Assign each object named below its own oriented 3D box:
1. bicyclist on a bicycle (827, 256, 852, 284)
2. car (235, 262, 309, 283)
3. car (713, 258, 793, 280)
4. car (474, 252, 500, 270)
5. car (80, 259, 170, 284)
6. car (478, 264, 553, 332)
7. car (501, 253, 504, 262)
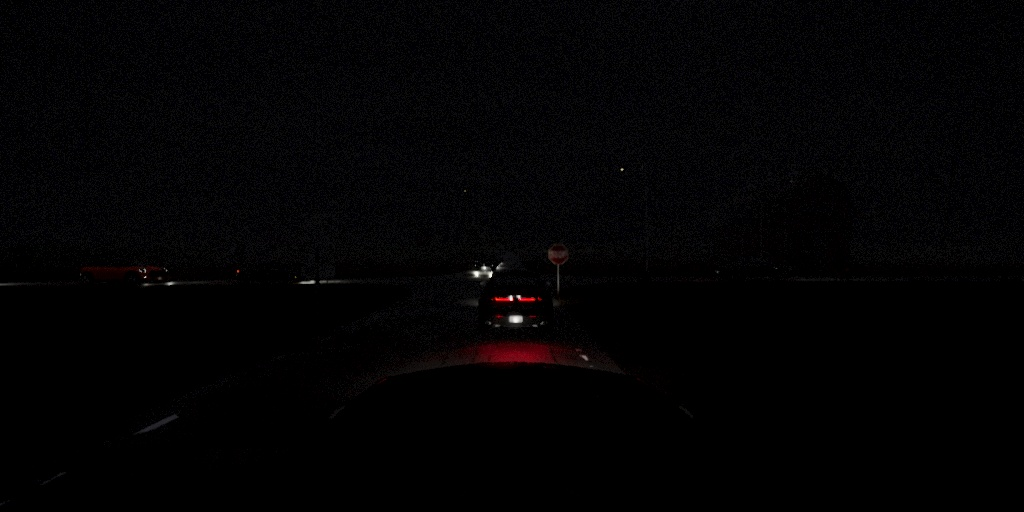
[{"bbox_3d":[19.927,0.852,21.814,0.582,1.620,1.656,0,1,0],"label":"bicyclist on a bicycle"},{"bbox_3d":[-16.399,1.108,24.609,4.181,1.385,1.994,0,0,-1],"label":"car"},{"bbox_3d":[16.680,0.889,24.861,4.902,1.511,2.128,0,0,0],"label":"car"},{"bbox_3d":[-2.915,0.519,40.429,2.150,2.045,5.566,0,1,1],"label":"car"},{"bbox_3d":[-26.364,0.975,24.554,4.553,1.767,2.097,-1,0,0],"label":"car"},{"bbox_3d":[0.091,1.149,10.448,1.837,1.490,4.892,0,0,0],"label":"car"},{"bbox_3d":[-2.847,0.621,60.059,2.033,1.411,5.357,0,1,1],"label":"car"}]
